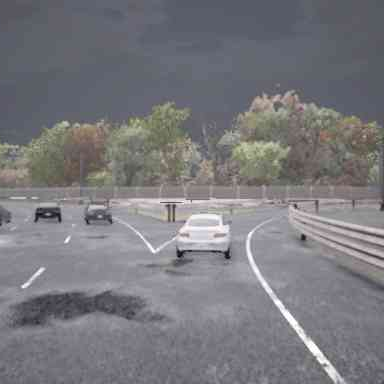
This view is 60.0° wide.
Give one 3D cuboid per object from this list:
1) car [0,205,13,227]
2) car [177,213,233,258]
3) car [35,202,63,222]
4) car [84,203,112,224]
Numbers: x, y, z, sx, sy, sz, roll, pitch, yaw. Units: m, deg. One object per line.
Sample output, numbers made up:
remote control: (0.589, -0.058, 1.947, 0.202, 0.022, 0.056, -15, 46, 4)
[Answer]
car: (-13.576, 1.575, 22.561, 2.033, 1.411, 5.357, 0, 0, -20)
car: (0.576, 1.541, 12.842, 1.812, 1.442, 4.674, 0, 0, 7)
car: (-11.612, 1.510, 27.058, 1.882, 1.535, 5.008, 0, 0, -21)
car: (-7.166, 1.556, 25.264, 1.812, 1.442, 4.674, 0, 0, -20)
